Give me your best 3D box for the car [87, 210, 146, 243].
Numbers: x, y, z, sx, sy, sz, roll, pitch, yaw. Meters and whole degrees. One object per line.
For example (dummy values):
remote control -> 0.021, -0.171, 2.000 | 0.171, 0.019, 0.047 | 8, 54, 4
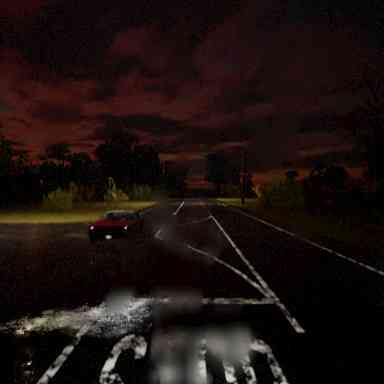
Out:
car -> -3.476, 1.576, 16.057 | 1.895, 1.301, 4.718 | 0, 0, 0
